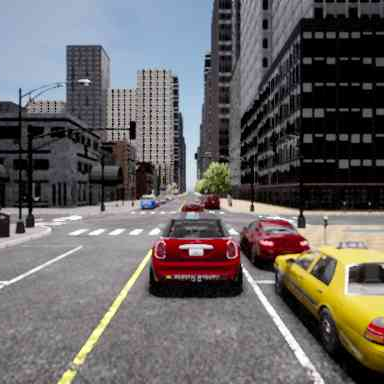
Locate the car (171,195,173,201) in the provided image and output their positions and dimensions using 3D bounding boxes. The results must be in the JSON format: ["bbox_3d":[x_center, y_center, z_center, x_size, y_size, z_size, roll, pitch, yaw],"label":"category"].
[{"bbox_3d":[-5.791,1.586,71.334,2.008,1.369,4.403,0,0,0],"label":"car"}]

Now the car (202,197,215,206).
[{"bbox_3d":[2.613,1.558,54.776,1.887,1.381,4.507,0,0,0],"label":"car"}]

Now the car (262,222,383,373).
[{"bbox_3d":[2.681,1.520,5.847,1.752,1.417,4.829,0,0,0],"label":"car"}]

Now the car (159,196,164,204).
[{"bbox_3d":[-5.760,1.449,49.237,1.967,1.590,4.097,0,0,0],"label":"car"}]

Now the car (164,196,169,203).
[{"bbox_3d":[-5.776,1.460,60.287,1.967,1.590,4.097,0,0,0],"label":"car"}]

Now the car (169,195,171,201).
[{"bbox_3d":[-5.783,1.578,65.809,2.008,1.369,4.403,0,0,0],"label":"car"}]

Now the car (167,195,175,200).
[{"bbox_3d":[-5.822,1.625,93.431,2.008,1.369,4.403,0,0,0],"label":"car"}]

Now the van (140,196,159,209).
[{"bbox_3d":[-5.753,1.345,43.714,1.690,1.788,3.998,0,0,0],"label":"van"}]

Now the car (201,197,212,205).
[{"bbox_3d":[2.605,1.586,60.301,1.947,1.339,4.313,0,0,0],"label":"car"}]

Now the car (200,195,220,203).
[{"bbox_3d":[2.627,1.319,43.728,2.192,1.841,5.009,0,0,0],"label":"car"}]

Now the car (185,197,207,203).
[{"bbox_3d":[0.062,1.471,28.608,1.882,1.535,5.008,0,0,0],"label":"car"}]

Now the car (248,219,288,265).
[{"bbox_3d":[2.674,1.574,11.340,1.802,1.307,4.206,0,0,0],"label":"car"}]

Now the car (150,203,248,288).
[{"bbox_3d":[0.088,1.344,9.393,2.097,1.767,4.553,0,0,0],"label":"car"}]
